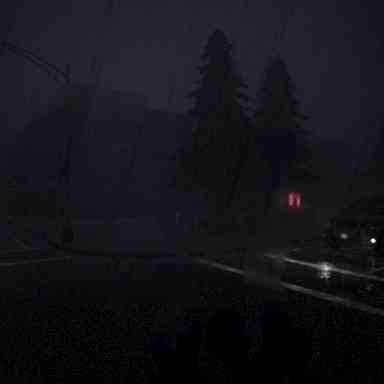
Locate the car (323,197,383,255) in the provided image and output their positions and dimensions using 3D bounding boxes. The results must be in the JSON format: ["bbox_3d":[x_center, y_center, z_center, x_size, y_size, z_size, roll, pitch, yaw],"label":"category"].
[{"bbox_3d":[7.745,1.248,13.719,5.566,2.045,2.150,0,0,-36],"label":"car"}]
